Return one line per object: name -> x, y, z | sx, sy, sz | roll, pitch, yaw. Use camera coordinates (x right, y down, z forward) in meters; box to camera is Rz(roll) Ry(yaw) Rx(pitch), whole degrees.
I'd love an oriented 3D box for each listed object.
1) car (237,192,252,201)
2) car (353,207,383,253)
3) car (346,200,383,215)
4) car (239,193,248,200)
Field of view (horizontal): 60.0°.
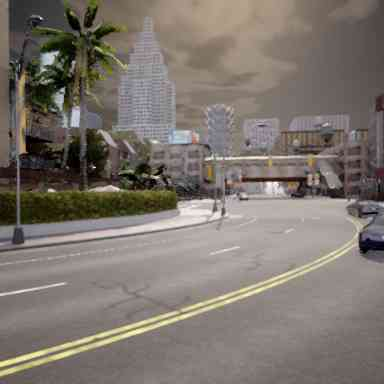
car -> 12.061, 1.218, 76.473 | 2.097, 1.535, 5.008 | 0, 0, 8
car -> 7.705, 1.484, 12.672 | 1.994, 1.385, 4.181 | 0, 0, 36
car -> 14.595, 1.385, 28.227 | 2.033, 1.411, 5.357 | 0, 0, 12
car -> 12.883, 1.071, 82.847 | 2.185, 1.767, 4.553 | 0, 0, 8
